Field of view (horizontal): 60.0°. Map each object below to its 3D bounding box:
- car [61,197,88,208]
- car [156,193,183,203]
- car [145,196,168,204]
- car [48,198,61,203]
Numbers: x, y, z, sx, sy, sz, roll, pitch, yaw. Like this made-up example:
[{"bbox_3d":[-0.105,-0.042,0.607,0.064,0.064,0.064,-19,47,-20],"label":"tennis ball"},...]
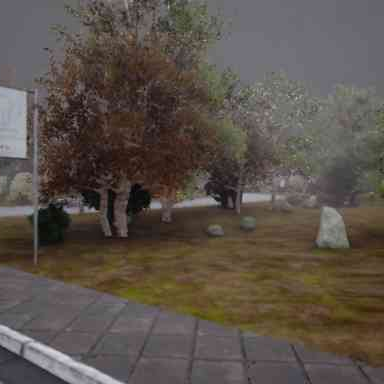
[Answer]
[{"bbox_3d":[-15.214,1.429,46.344,1.837,1.490,4.892,0,0,38],"label":"car"},{"bbox_3d":[-3.887,1.149,61.359,2.150,2.045,5.566,0,0,35],"label":"car"},{"bbox_3d":[-6.747,1.410,63.378,1.994,1.385,4.181,0,0,35],"label":"car"},{"bbox_3d":[-18.262,1.469,48.102,2.033,1.411,5.357,0,0,38],"label":"car"}]
